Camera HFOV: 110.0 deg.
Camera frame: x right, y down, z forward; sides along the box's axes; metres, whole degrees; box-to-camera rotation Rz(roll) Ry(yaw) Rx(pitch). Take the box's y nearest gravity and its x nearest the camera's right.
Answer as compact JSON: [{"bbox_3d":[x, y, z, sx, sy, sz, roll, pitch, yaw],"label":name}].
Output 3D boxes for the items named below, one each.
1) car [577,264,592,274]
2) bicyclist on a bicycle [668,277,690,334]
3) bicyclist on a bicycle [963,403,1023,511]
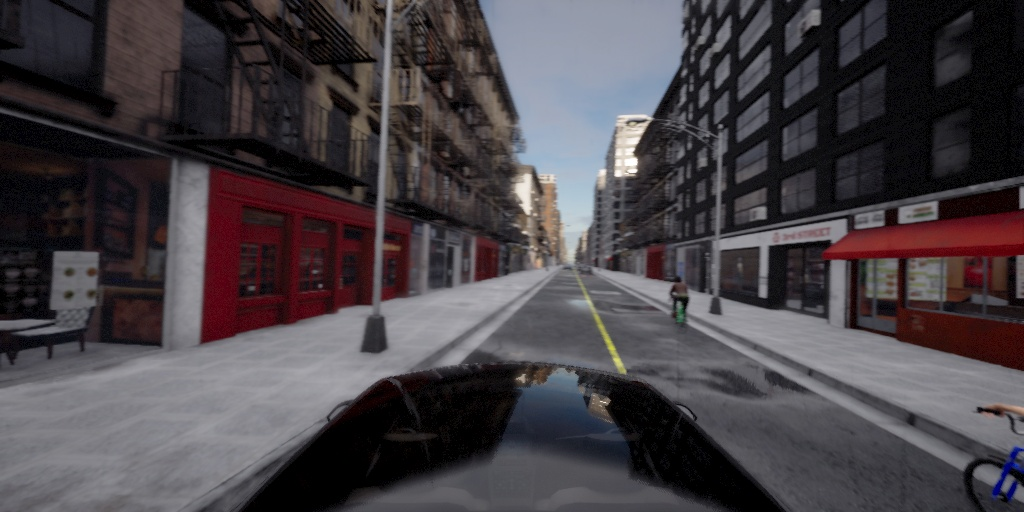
[{"bbox_3d":[11.993,2.176,58.066,2.128,1.511,4.902,2,0,9],"label":"car"},{"bbox_3d":[5.115,1.486,10.988,0.582,1.620,1.656,2,-1,9],"label":"bicyclist on a bicycle"},{"bbox_3d":[3.752,1.332,2.318,0.866,1.612,1.509,2,-1,9],"label":"bicyclist on a bicycle"}]
